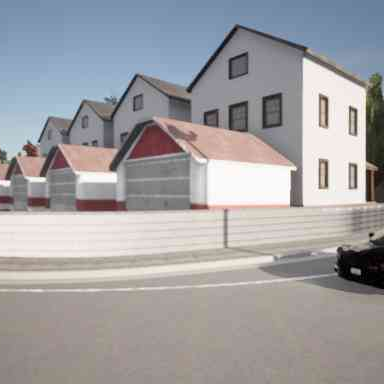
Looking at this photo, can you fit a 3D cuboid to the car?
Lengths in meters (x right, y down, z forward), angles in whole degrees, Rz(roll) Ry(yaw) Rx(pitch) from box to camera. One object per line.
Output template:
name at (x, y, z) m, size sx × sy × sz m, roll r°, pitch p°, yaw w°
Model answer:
car at (5.829, 1.477, 8.392) m, size 5.008 × 1.535 × 1.882 m, roll 0°, pitch 0°, yaw -26°
